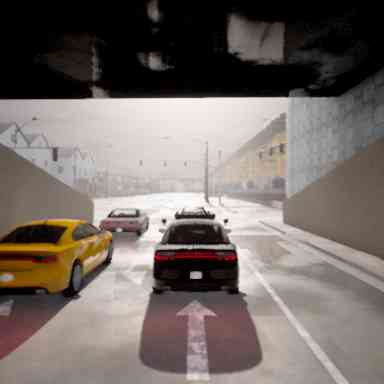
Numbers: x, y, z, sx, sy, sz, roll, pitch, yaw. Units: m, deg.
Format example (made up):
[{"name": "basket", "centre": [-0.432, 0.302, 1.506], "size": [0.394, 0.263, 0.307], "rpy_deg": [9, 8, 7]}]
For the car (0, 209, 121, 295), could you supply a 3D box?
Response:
[{"name": "car", "centre": [-3.413, 1.427, 8.624], "size": [1.882, 1.535, 5.008], "rpy_deg": [0, 0, 0]}]

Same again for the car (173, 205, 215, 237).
[{"name": "car", "centre": [0.086, 1.460, 17.912], "size": [1.994, 1.385, 4.181], "rpy_deg": [0, 0, 0]}]

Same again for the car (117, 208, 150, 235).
[{"name": "car", "centre": [-3.412, 1.497, 17.866], "size": [1.895, 1.301, 4.718], "rpy_deg": [0, 0, 0]}]

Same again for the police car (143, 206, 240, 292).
[{"name": "police car", "centre": [0.083, 1.373, 8.950], "size": [1.930, 1.638, 5.238], "rpy_deg": [0, 0, 0]}]
